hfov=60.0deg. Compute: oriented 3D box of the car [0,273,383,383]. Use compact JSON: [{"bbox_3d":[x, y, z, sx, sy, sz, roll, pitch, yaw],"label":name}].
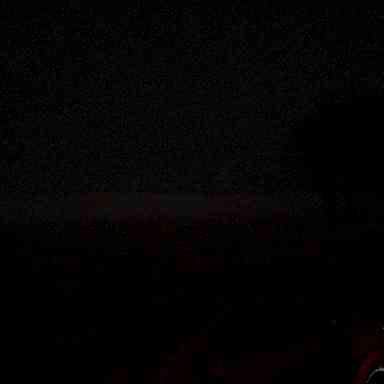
[{"bbox_3d":[0.079,1.601,3.223,4.181,1.385,1.994,0,-1,-31],"label":"car"}]
